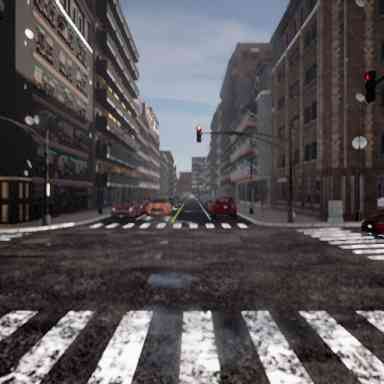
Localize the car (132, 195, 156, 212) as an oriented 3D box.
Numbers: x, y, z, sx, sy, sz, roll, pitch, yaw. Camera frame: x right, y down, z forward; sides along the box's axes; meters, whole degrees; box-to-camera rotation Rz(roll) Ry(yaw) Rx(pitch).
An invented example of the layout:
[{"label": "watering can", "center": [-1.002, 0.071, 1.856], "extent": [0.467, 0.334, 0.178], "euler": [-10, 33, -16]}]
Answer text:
[{"label": "car", "center": [-5.698, 1.304, 39.892], "extent": [2.192, 1.841, 5.009], "euler": [0, 0, 0]}]

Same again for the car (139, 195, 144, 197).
[{"label": "car", "center": [-5.697, 1.426, 34.348], "extent": [1.967, 1.590, 4.097], "euler": [0, 0, 0]}]

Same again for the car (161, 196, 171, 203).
[{"label": "car", "center": [-5.704, 1.575, 73.153], "extent": [1.887, 1.381, 4.507], "euler": [0, 0, 0]}]

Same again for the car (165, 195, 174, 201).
[{"label": "car", "center": [-5.706, 1.599, 84.242], "extent": [1.887, 1.381, 4.507], "euler": [0, 0, 0]}]

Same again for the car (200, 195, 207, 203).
[{"label": "car", "center": [2.681, 1.540, 50.987], "extent": [1.887, 1.381, 4.507], "euler": [0, 0, 0]}]

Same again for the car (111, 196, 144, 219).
[{"label": "car", "center": [-5.696, 1.424, 28.804], "extent": [1.967, 1.590, 4.097], "euler": [0, 0, 0]}]

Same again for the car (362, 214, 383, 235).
[{"label": "car", "center": [10.052, 1.338, 15.093], "extent": [4.181, 1.385, 1.994], "euler": [-1, 0, 0]}]

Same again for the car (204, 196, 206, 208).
[{"label": "car", "center": [2.683, 1.514, 40.067], "extent": [1.752, 1.417, 4.829], "euler": [0, 0, 0]}]

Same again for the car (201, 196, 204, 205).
[{"label": "car", "center": [2.682, 1.558, 45.441], "extent": [1.947, 1.339, 4.313], "euler": [0, 0, 0]}]

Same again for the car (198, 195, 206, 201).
[{"label": "car", "center": [2.674, 1.611, 89.805], "extent": [1.887, 1.381, 4.507], "euler": [0, 0, 0]}]

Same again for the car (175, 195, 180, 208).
[{"label": "car", "center": [-3.097, 1.496, 47.358], "extent": [1.837, 1.490, 4.892], "euler": [0, 0, 0]}]

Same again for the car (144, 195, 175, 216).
[{"label": "car", "center": [-3.102, 1.337, 32.054], "extent": [2.097, 1.767, 4.553], "euler": [0, 0, 0]}]

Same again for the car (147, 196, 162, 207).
[{"label": "car", "center": [-5.700, 1.436, 50.980], "extent": [1.967, 1.590, 4.097], "euler": [0, 0, 0]}]

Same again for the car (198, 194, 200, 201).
[{"label": "car", "center": [2.677, 1.459, 67.623], "extent": [1.967, 1.590, 4.097], "euler": [0, 0, 0]}]

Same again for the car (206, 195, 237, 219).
[{"label": "car", "center": [2.684, 1.299, 28.803], "extent": [2.192, 1.841, 5.009], "euler": [0, 0, 0]}]

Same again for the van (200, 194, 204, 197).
[{"label": "van", "center": [2.679, 1.343, 56.534], "extent": [1.690, 1.788, 3.998], "euler": [0, 0, 0]}]

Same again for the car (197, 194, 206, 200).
[{"label": "car", "center": [2.671, 1.396, 95.351], "extent": [2.192, 1.841, 5.009], "euler": [0, 0, 0]}]
